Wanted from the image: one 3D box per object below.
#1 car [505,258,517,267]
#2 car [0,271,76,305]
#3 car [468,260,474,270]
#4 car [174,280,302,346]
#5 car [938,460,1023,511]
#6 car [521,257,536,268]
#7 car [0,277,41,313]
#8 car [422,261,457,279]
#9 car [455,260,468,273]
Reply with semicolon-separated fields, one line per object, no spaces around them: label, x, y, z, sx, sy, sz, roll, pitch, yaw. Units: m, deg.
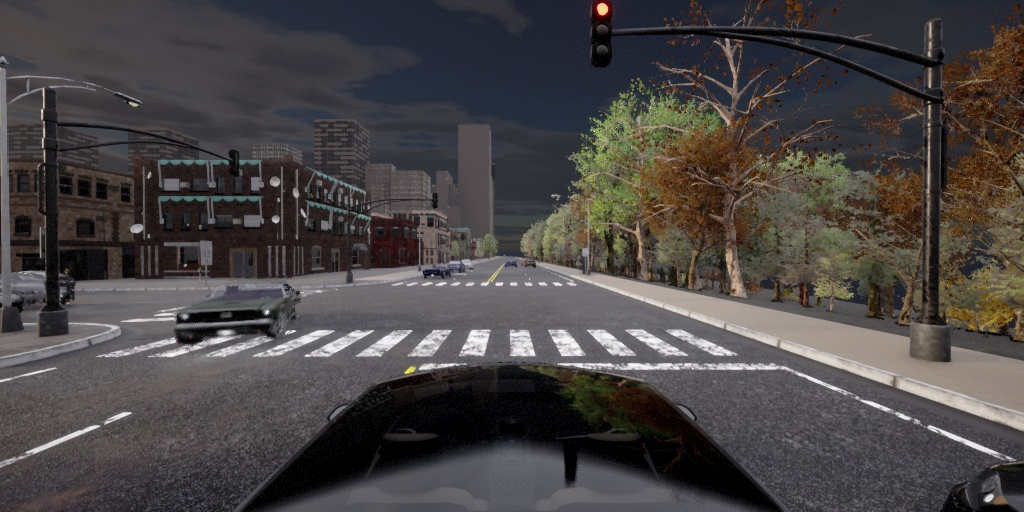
car;-0.179;1.079;64.019;2.097;1.767;4.553;0;0;0
car;-21.723;1.484;15.230;4.902;1.511;2.128;-1;1;0
car;-6.805;1.257;53.345;1.812;1.442;4.674;0;0;0
car;-7.070;1.351;9.768;1.895;1.301;4.718;0;0;-24
car;3.363;1.314;0.200;1.994;1.385;4.181;0;0;-1
car;3.082;1.231;62.056;1.837;1.490;4.892;0;0;0
car;-19.994;1.565;12.529;4.313;1.339;1.948;0;0;0
car;-6.729;1.341;32.904;1.895;1.301;4.718;0;0;2
car;-6.771;1.261;43.075;1.812;1.442;4.674;0;0;0
